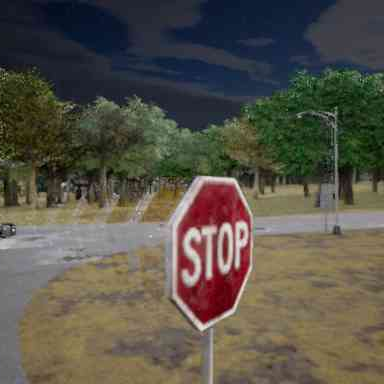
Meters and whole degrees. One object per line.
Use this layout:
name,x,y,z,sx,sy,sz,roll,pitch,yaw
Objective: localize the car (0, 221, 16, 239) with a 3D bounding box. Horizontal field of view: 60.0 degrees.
car,-11.848,1.939,17.946,4.181,1.385,1.994,0,0,-18
